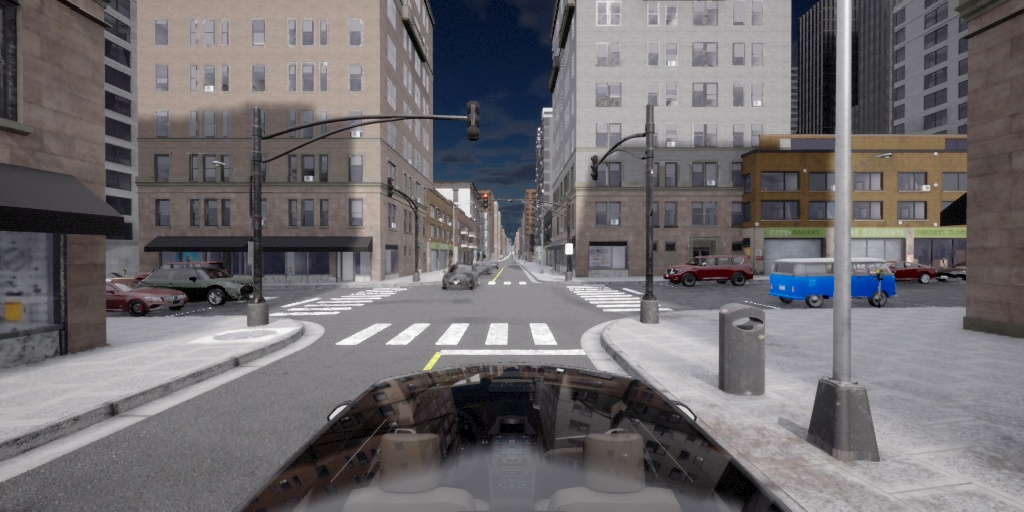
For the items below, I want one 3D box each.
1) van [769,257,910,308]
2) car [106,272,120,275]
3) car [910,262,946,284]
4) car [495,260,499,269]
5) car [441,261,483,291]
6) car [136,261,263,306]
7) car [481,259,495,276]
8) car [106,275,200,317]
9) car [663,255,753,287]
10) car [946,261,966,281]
[{"bbox_3d":[12.128,0.957,13.647,3.998,1.789,1.690,0,0,0],"label":"van"},{"bbox_3d":[-26.003,1.552,22.107,4.829,1.417,1.751,0,0,0],"label":"car"},{"bbox_3d":[23.330,0.964,22.191,4.507,1.381,1.888,0,0,0],"label":"car"},{"bbox_3d":[-3.040,1.273,55.003,2.128,1.511,4.902,0,0,0],"label":"car"},{"bbox_3d":[-3.085,1.257,22.145,1.837,1.490,4.892,0,-1,0],"label":"car"},{"bbox_3d":[-13.998,1.270,16.243,4.553,1.767,2.097,-1,0,0],"label":"car"},{"bbox_3d":[-3.068,1.263,37.879,1.837,1.490,4.892,0,0,0],"label":"car"},{"bbox_3d":[-14.809,1.528,13.601,4.207,1.307,1.802,0,0,0],"label":"car"},{"bbox_3d":[12.112,0.872,22.172,5.009,1.841,2.192,0,0,0],"label":"car"},{"bbox_3d":[28.940,0.916,22.201,4.313,1.339,1.948,0,0,0],"label":"car"}]
